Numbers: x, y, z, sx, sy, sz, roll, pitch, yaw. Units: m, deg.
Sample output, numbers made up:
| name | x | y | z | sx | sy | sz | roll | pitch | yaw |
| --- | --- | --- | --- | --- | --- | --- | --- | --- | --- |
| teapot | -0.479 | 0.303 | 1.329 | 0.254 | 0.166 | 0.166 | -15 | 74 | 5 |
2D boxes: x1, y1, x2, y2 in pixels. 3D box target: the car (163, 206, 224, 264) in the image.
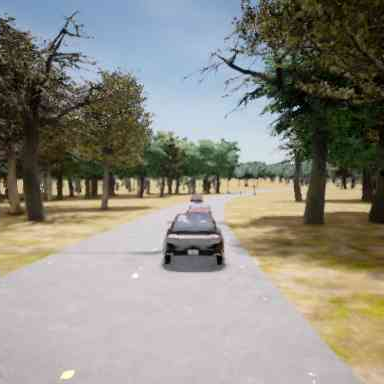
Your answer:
| name | x | y | z | sx | sy | sz | roll | pitch | yaw |
| --- | --- | --- | --- | --- | --- | --- | --- | --- | --- |
| car | 0.102 | 1.467 | 11.734 | 2.128 | 1.511 | 4.902 | 0 | 0 | 2 |

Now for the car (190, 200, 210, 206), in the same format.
| name | x | y | z | sx | sy | sz | roll | pitch | yaw |
| --- | --- | --- | --- | --- | --- | --- | --- | --- | --- |
| car | 0.641 | 1.530 | 26.090 | 1.895 | 1.301 | 4.718 | 0 | 0 | 4 |

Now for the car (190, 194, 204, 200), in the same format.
| name | x | y | z | sx | sy | sz | roll | pitch | yaw |
| --- | --- | --- | --- | --- | --- | --- | --- | --- | --- |
| car | 0.861 | 1.078 | 57.757 | 1.882 | 1.535 | 5.008 | 1 | 1 | 9 |
